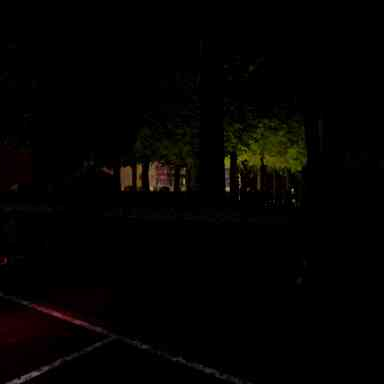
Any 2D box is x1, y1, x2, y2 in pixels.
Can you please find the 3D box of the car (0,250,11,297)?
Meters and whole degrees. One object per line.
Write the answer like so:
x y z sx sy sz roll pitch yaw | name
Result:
-5.846 1.482 7.120 5.008 1.535 1.882 0 0 36 | car
